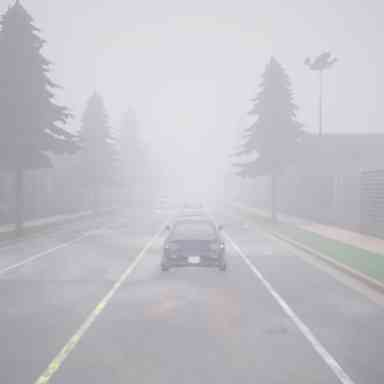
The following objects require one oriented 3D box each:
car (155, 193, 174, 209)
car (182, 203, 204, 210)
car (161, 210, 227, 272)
[{"bbox_3d":[-3.596,1.220,44.528,2.150,2.045,5.566,0,0,0],"label":"car"},{"bbox_3d":[0.078,1.600,28.164,1.895,1.301,4.718,0,0,0],"label":"car"},{"bbox_3d":[0.067,1.525,10.672,1.812,1.442,4.674,0,0,0],"label":"car"}]
